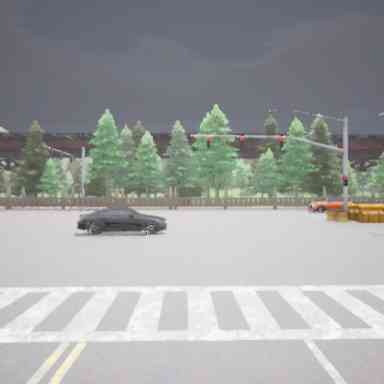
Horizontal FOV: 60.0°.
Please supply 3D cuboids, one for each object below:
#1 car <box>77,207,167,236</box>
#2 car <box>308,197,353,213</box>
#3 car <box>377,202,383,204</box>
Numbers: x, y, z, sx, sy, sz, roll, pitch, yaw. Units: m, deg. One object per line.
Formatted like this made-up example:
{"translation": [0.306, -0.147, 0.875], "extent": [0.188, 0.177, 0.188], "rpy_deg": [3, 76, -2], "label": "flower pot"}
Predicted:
{"translation": [-3.679, 1.516, 17.657], "extent": [4.674, 1.442, 1.812], "rpy_deg": [0, 0, -2], "label": "car"}
{"translation": [14.927, 1.333, 35.933], "extent": [4.553, 1.767, 2.097], "rpy_deg": [0, 0, -2], "label": "car"}
{"translation": [16.889, 1.548, 28.984], "extent": [4.181, 1.385, 1.994], "rpy_deg": [0, 0, -2], "label": "car"}
